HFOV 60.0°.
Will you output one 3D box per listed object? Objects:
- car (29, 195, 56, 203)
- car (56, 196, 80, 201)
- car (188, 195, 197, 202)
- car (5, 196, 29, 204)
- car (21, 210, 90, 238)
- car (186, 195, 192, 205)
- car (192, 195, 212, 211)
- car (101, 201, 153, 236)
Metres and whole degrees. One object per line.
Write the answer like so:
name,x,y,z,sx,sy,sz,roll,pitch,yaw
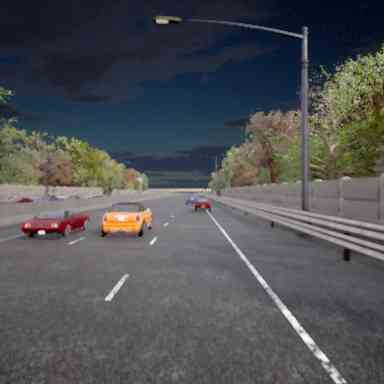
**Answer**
car,-21.049,1.285,48.171,2.097,1.767,4.553,0,0,0
car,-17.550,1.438,48.546,1.837,1.490,4.892,0,0,0
car,0.023,1.460,77.591,2.033,1.411,5.357,0,0,0
car,-24.550,1.411,47.281,1.882,1.535,5.008,0,0,0
car,-6.893,1.566,17.478,1.895,1.301,4.718,0,0,0
car,0.017,1.279,57.597,2.097,1.767,4.553,0,0,0
car,1.237,1.415,38.846,1.882,1.535,5.008,0,0,0
car,-3.395,1.316,18.150,2.097,1.767,4.553,0,0,0
